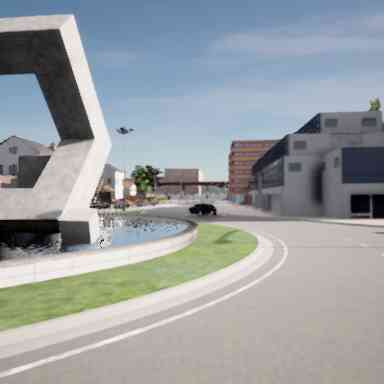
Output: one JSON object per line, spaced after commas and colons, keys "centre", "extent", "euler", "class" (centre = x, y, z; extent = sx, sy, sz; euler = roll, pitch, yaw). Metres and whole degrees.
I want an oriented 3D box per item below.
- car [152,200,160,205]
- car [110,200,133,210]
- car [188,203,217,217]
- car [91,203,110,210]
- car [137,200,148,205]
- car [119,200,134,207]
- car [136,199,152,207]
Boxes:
{"centre": [-9.886, 2.786, 88.933], "extent": [1.812, 1.442, 4.674], "euler": [0, -1, 4], "class": "car"}
{"centre": [-12.419, 2.389, 59.162], "extent": [1.837, 1.490, 4.892], "euler": [0, -1, 8], "class": "car"}
{"centre": [1.181, 2.012, 38.429], "extent": [1.837, 1.490, 4.892], "euler": [-1, 0, -25], "class": "car"}
{"centre": [-15.994, 2.504, 58.595], "extent": [1.895, 1.301, 4.718], "euler": [-1, -1, 9], "class": "car"}
{"centre": [-13.338, 2.849, 89.673], "extent": [1.994, 1.385, 4.181], "euler": [0, -1, 4], "class": "car"}
{"centre": [-14.558, 2.575, 73.982], "extent": [1.882, 1.535, 5.008], "euler": [0, -1, 4], "class": "car"}
{"centre": [-11.043, 2.428, 74.053], "extent": [2.097, 1.767, 4.553], "euler": [0, -1, 4], "class": "car"}
